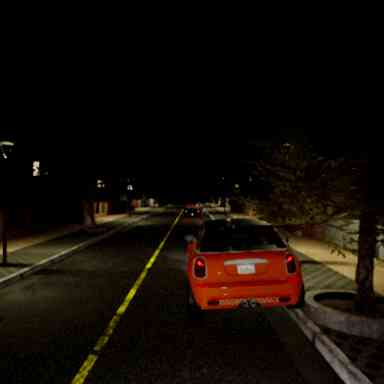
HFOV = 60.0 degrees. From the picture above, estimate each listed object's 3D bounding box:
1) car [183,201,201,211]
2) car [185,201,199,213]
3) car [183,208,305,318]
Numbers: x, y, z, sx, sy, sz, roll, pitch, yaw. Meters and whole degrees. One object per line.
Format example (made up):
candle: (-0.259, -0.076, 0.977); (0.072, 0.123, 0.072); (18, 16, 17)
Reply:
car: (0.056, 1.966, 34.976); (1.895, 1.301, 4.718); (0, -1, 0)
car: (0.033, 2.002, 44.687); (1.812, 1.442, 4.674); (0, -1, 1)
car: (0.918, 1.379, 7.766); (2.097, 1.767, 4.553); (-3, -2, 0)
